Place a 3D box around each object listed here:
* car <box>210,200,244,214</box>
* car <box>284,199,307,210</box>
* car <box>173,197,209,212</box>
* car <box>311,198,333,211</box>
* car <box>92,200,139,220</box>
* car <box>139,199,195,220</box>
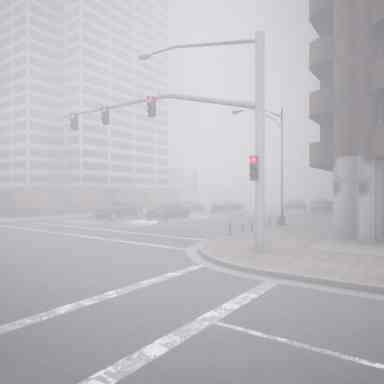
[{"bbox_3d":[3.861,1.601,36.186,1.895,1.301,4.718,0,0,35],"label":"car"},{"bbox_3d":[13.581,1.564,43.656,1.994,1.385,4.181,0,0,35],"label":"car"},{"bbox_3d":[-0.401,1.564,36.217,1.994,1.385,4.181,0,0,35],"label":"car"},{"bbox_3d":[16.216,1.478,41.281,1.882,1.535,5.008,0,0,35],"label":"car"},{"bbox_3d":[-6.120,1.505,28.090,1.837,1.490,4.892,0,0,35],"label":"car"},{"bbox_3d":[-2.010,1.564,27.850,1.994,1.385,4.181,0,0,35],"label":"car"}]
